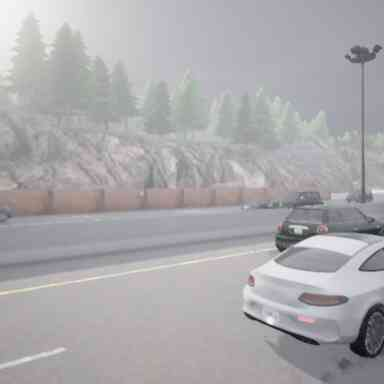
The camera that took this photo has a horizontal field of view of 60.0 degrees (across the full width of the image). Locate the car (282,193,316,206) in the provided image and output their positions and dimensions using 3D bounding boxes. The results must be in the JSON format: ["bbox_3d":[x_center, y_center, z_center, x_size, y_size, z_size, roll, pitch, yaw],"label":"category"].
[{"bbox_3d":[14.614,1.014,45.335,5.008,1.535,1.882,-1,1,-37],"label":"car"}]

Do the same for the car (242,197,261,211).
[{"bbox_3d":[6.646,1.212,30.485,4.902,1.511,2.128,-1,1,-37],"label":"car"}]

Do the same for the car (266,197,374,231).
[{"bbox_3d":[5.052,1.221,11.671,4.553,1.767,2.097,-1,0,-36],"label":"car"}]

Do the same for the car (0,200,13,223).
[{"bbox_3d":[-15.201,1.337,23.247,4.553,1.767,2.097,-1,1,-36],"label":"car"}]

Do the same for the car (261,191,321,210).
[{"bbox_3d":[8.659,0.944,27.606,5.566,2.045,2.150,-1,0,-37],"label":"car"}]

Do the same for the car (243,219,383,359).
[{"bbox_3d":[2.935,1.457,5.849,4.674,1.442,1.812,-1,1,-36],"label":"car"}]

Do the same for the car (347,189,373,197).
[{"bbox_3d":[25.488,0.614,50.341,5.566,2.045,2.150,-1,1,-42],"label":"car"}]
